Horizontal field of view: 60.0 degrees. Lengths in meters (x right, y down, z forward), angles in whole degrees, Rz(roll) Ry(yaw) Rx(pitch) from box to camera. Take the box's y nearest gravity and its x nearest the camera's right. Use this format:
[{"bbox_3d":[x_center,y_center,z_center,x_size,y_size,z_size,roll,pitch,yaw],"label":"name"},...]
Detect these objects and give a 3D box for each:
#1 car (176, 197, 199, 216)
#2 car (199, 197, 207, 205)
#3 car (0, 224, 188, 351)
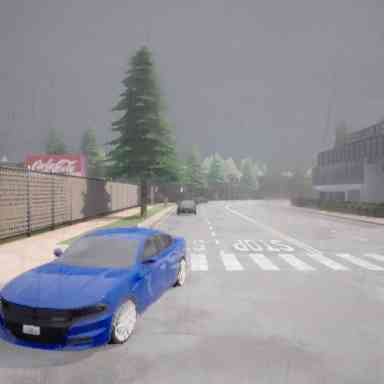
[{"bbox_3d":[-0.487,1.498,32.761,1.882,1.535,5.008,0,0,0],"label":"car"},{"bbox_3d":[1.246,1.506,59.341,1.994,1.385,4.181,0,0,23],"label":"car"},{"bbox_3d":[-1.467,1.496,6.714,1.882,1.535,5.008,1,1,14],"label":"car"}]
